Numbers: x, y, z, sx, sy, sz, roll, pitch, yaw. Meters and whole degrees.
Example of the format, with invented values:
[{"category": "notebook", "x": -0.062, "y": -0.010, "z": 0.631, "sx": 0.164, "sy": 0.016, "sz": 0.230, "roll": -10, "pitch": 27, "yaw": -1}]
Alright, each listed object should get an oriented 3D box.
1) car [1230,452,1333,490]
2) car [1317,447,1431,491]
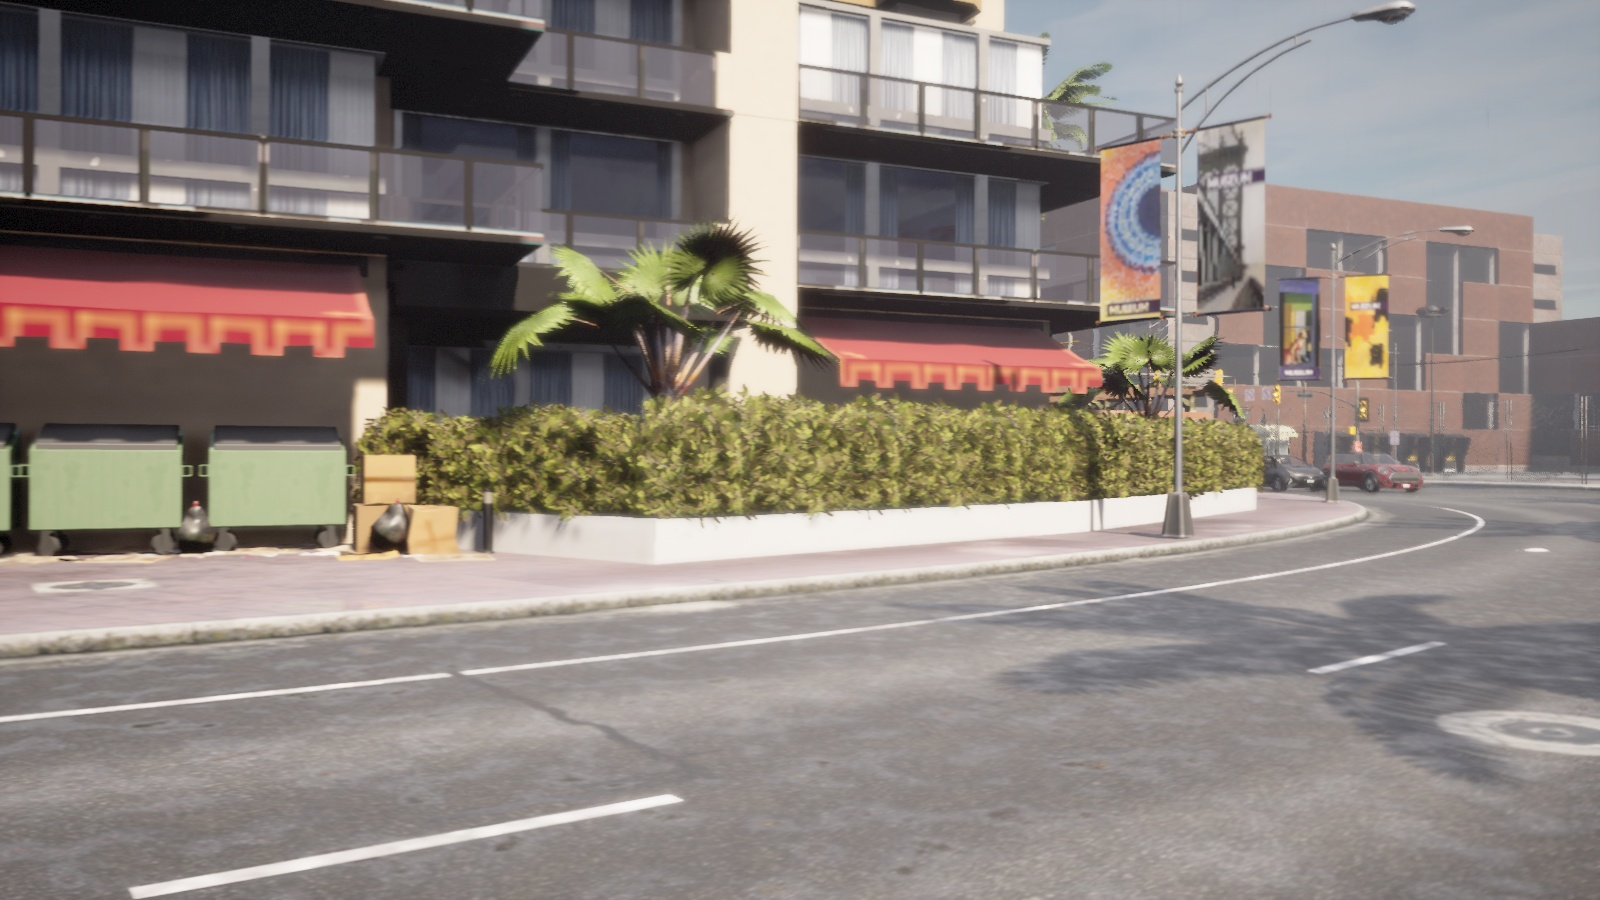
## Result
[{"category": "car", "x": 20.373, "y": 0.861, "z": 53.353, "sx": 2.007, "sy": 1.525, "sz": 4.514, "roll": 0, "pitch": 0, "yaw": -11}, {"category": "car", "x": 24.056, "y": 0.766, "z": 52.820, "sx": 2.097, "sy": 1.767, "sz": 4.553, "roll": 0, "pitch": 0, "yaw": -11}]
